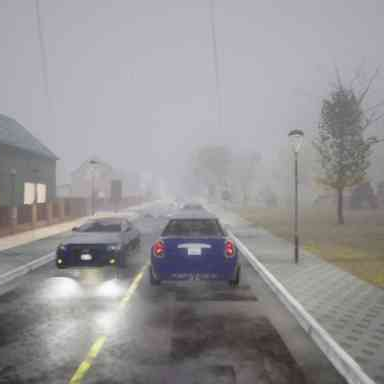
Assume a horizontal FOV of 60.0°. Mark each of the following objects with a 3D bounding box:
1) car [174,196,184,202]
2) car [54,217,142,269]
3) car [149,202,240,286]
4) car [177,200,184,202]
[{"bbox_3d":[-2.710,1.537,70.168,1.812,1.442,4.674,0,0,0],"label":"car"},{"bbox_3d":[-2.845,1.546,10.911,1.994,1.385,4.181,0,0,0],"label":"car"},{"bbox_3d":[0.067,1.335,9.486,2.097,1.767,4.553,0,0,0],"label":"car"},{"bbox_3d":[0.063,1.518,23.424,2.033,1.411,5.357,0,0,0],"label":"car"}]
